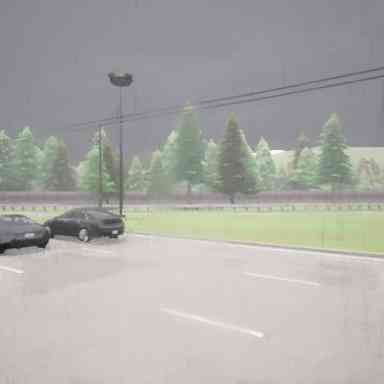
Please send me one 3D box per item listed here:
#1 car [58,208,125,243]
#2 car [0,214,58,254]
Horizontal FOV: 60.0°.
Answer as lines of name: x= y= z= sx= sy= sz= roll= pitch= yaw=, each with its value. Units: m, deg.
car: x=-5.434 y=1.560 z=16.433 sx=4.892 sy=1.490 sz=1.837 roll=0 pitch=0 yaw=36
car: x=-7.798 y=1.619 z=13.823 sx=4.181 sy=1.385 sz=1.994 roll=0 pitch=0 yaw=36
